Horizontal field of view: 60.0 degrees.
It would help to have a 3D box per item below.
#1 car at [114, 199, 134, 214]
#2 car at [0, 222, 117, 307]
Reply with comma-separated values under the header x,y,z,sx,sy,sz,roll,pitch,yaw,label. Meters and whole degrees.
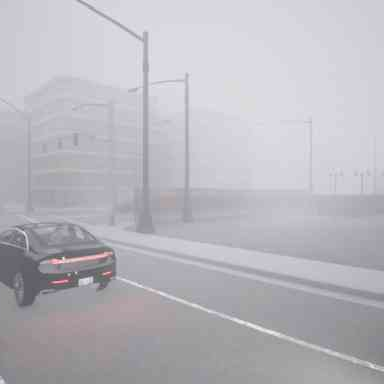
x,y,z,sx,sy,sz,roll,pitch,yaw,label
-6.357,1.489,34.935,4.902,1.511,2.128,0,0,-44,car
-3.683,1.492,8.121,2.128,1.511,4.902,0,0,-43,car
